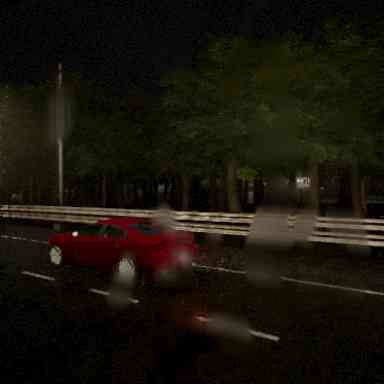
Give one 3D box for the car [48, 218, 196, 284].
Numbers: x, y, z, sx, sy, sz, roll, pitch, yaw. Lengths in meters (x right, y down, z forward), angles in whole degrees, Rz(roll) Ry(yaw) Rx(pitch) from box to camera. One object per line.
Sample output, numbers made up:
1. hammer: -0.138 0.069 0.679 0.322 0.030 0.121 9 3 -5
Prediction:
1. car: -2.221 1.507 9.758 5.008 1.535 1.882 0 0 36
